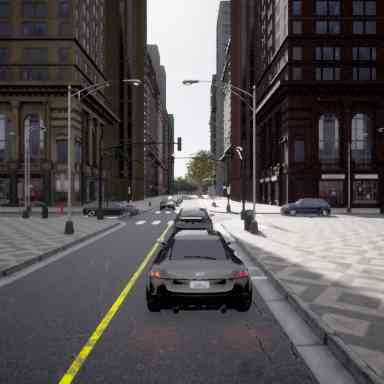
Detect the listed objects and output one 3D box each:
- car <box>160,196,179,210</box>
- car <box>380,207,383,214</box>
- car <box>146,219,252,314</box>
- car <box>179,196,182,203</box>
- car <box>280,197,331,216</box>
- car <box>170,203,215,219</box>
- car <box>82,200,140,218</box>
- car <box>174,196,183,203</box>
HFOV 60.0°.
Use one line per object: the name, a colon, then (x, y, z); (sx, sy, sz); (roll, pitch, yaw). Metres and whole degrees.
car: (-3.083, 1.547, 43.089); (2.033, 1.411, 5.357); (0, 0, 0)
car: (20.525, 1.630, 32.076); (4.181, 1.385, 1.994); (0, 0, 0)
car: (0.110, 1.564, 7.724); (1.994, 1.385, 4.181); (0, 0, -1)
car: (-3.081, 1.494, 52.850); (2.128, 1.511, 4.902); (0, 0, 0)
car: (10.869, 1.388, 32.115); (4.553, 1.767, 2.097); (0, 0, 1)
car: (0.064, 1.505, 16.632); (1.837, 1.490, 4.892); (0, 0, 0)
car: (-6.971, 1.486, 28.893); (4.892, 1.490, 1.837); (0, 0, 0)
car: (-2.986, 1.549, 73.497); (1.812, 1.442, 4.674); (0, 0, 0)
